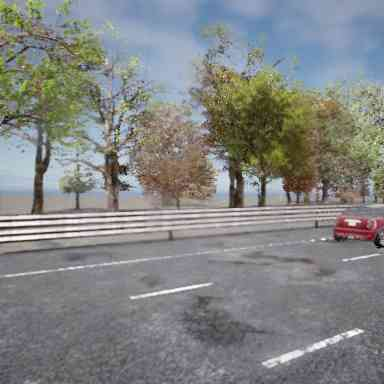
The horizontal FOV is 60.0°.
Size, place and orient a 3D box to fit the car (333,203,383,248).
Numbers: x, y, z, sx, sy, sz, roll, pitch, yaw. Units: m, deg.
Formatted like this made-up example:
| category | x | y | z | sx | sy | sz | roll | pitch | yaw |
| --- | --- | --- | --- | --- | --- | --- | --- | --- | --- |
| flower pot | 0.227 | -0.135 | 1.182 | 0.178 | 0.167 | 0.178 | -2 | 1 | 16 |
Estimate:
| category | x | y | z | sx | sy | sz | roll | pitch | yaw |
| --- | --- | --- | --- | --- | --- | --- | --- | --- | --- |
| car | 8.474 | 1.339 | 14.898 | 4.553 | 1.767 | 2.097 | 0 | 0 | -31 |
